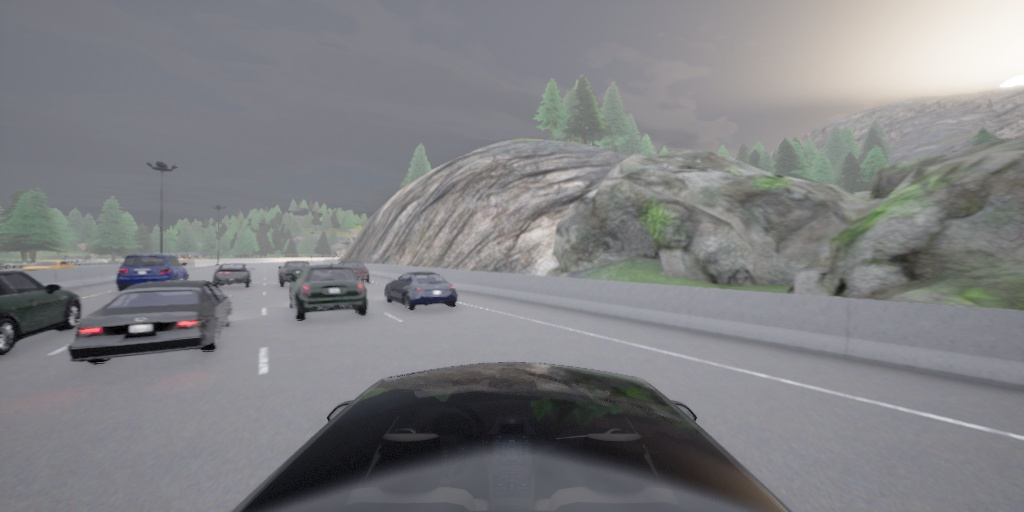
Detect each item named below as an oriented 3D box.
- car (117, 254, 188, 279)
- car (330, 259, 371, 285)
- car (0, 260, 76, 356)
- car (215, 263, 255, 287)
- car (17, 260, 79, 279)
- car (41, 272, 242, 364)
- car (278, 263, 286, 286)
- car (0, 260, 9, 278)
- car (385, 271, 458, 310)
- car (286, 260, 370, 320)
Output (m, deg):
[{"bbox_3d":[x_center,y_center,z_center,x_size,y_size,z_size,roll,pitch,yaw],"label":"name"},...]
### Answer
[{"bbox_3d":[-20.512,0.932,20.671,2.150,2.045,5.566,0,0,-34],"label":"car"},{"bbox_3d":[-12.373,1.123,27.374,2.097,1.767,4.553,0,0,-34],"label":"car"},{"bbox_3d":[-11.662,1.067,7.776,2.097,1.767,4.553,0,0,-34],"label":"car"},{"bbox_3d":[-18.318,1.222,23.668,2.128,1.511,4.902,0,0,-34],"label":"car"},{"bbox_3d":[-41.205,1.118,31.997,1.882,1.535,5.008,0,0,-34],"label":"car"},{"bbox_3d":[-7.724,1.280,8.201,2.033,1.411,5.357,0,0,-34],"label":"car"},{"bbox_3d":[-15.246,1.101,25.376,2.097,1.767,4.553,0,0,-34],"label":"car"},{"bbox_3d":[-43.184,1.122,28.690,1.837,1.490,4.892,0,0,-34],"label":"car"},{"bbox_3d":[-3.908,1.336,15.050,1.994,1.385,4.181,0,0,-34],"label":"car"},{"bbox_3d":[-6.747,1.104,13.002,2.097,1.767,4.553,0,0,-34],"label":"car"}]
